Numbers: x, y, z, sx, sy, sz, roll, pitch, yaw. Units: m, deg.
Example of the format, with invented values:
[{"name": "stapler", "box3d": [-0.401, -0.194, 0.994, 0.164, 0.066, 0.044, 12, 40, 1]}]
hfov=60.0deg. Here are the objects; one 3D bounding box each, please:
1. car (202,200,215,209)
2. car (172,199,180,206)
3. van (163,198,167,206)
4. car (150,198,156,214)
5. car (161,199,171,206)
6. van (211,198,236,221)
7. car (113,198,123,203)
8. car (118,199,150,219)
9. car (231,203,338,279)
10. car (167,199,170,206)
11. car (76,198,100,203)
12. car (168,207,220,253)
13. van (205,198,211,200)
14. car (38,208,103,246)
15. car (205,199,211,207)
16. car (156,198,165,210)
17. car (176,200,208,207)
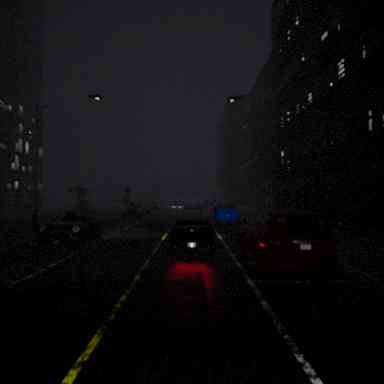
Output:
[{"name": "car", "box3d": [2.713, 2.056, 55.470, 1.947, 1.339, 4.313, 1, 0, 0]}, {"name": "car", "box3d": [-2.986, 2.131, 68.008, 2.033, 1.411, 5.357, 0, 0, 0]}, {"name": "van", "box3d": [-5.631, 1.831, 55.440, 1.690, 1.788, 3.998, 1, 0, 0]}, {"name": "car", "box3d": [-5.636, 1.790, 38.503, 1.967, 1.590, 4.097, 1, 0, 0]}, {"name": "car", "box3d": [-5.630, 2.169, 72.376, 1.887, 1.381, 4.507, 1, 0, 0]}, {"name": "van", "box3d": [2.709, 1.593, 27.241, 1.690, 1.788, 3.998, 1, -1, 0]}, {"name": "car", "box3d": [-19.696, 2.476, 92.691, 4.403, 1.369, 2.008, 0, -1, 1]}, {"name": "car", "box3d": [-5.644, 1.741, 32.857, 1.967, 1.590, 4.097, 1, -1, 0]}, {"name": "car", "box3d": [2.705, 1.413, 10.303, 2.192, 1.841, 5.009, 1, -1, 0]}, {"name": "car", "box3d": [-5.629, 2.020, 66.731, 1.967, 1.590, 4.097, 1, 0, 0]}, {"name": "car", "box3d": [-26.357, 2.205, 84.148, 4.097, 1.590, 1.967, 0, -1, 1]}, {"name": "car", "box3d": [0.007, 1.643, 14.319, 1.837, 1.490, 4.892, 0, 0, 0]}, {"name": "van", "box3d": [2.716, 1.786, 49.826, 1.690, 1.788, 3.998, 1, 0, 0]}, {"name": "car", "box3d": [-5.679, 1.589, 15.920, 1.967, 1.590, 4.097, 1, -1, 0]}, {"name": "car", "box3d": [2.710, 1.895, 38.533, 1.887, 1.381, 4.507, 1, 0, 0]}, {"name": "car", "box3d": [-5.635, 1.989, 49.793, 1.887, 1.381, 4.507, 1, 0, 0]}, {"name": "car", "box3d": [0.011, 1.763, 29.306, 2.128, 1.511, 4.902, 0, 0, 0]}]
